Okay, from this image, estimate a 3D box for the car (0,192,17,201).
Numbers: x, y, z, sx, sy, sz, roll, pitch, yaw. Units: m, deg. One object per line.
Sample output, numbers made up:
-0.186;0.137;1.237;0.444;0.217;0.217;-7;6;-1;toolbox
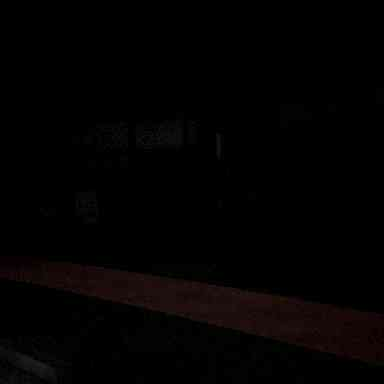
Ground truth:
-17.993;1.061;32.020;2.150;2.045;5.566;0;0;23;car
